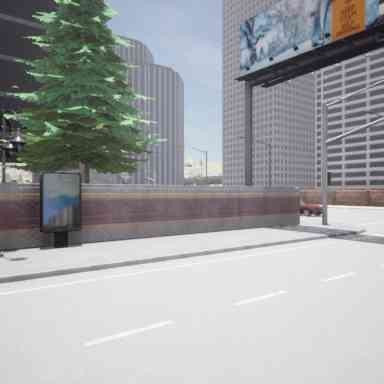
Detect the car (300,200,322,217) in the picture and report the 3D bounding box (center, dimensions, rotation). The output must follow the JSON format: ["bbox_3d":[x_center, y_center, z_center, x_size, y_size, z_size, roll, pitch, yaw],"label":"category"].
[{"bbox_3d":[10.236,1.480,32.138,1.882,1.535,5.008,0,0,-35],"label":"car"}]
